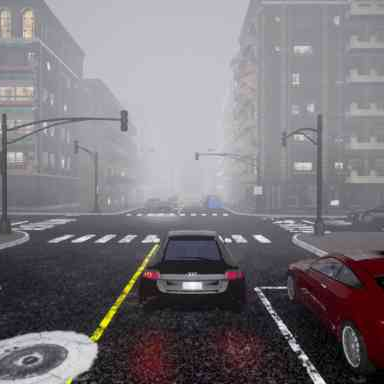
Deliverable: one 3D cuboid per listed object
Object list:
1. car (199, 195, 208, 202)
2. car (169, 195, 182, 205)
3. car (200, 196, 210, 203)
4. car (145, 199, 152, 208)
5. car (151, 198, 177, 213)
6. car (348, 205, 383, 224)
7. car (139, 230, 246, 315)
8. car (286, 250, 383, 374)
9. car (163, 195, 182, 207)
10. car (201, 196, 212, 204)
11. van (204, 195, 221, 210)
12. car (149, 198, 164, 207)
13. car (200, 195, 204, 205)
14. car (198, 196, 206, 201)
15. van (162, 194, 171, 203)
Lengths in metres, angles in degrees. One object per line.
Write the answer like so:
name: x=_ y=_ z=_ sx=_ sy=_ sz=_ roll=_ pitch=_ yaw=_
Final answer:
car: x=2.796 y=1.597 z=81.850 sx=1.967 sy=1.590 sz=4.097 roll=-1 pitch=0 yaw=0
car: x=-3.019 y=1.436 z=60.842 sx=2.097 sy=1.767 sz=4.553 roll=0 pitch=0 yaw=0
car: x=2.741 y=1.662 z=70.808 sx=1.887 sy=1.381 sz=4.507 roll=-1 pitch=0 yaw=0
car: x=-5.801 y=1.634 z=48.782 sx=1.802 sy=1.307 sz=4.206 roll=-1 pitch=0 yaw=0
car: x=-3.068 y=1.632 z=37.412 sx=1.895 sy=1.301 sz=4.718 roll=0 pitch=0 yaw=0
car: x=14.628 y=1.727 z=26.239 sx=4.181 sy=1.385 sz=1.994 roll=1 pitch=0 yaw=0
car: x=0.009 y=1.564 z=7.666 sx=1.994 sy=1.385 sz=4.181 roll=0 pitch=0 yaw=0
car: x=2.797 y=1.582 z=5.326 sx=1.802 sy=1.307 sz=4.206 roll=0 pitch=0 yaw=0
car: x=-3.052 y=1.603 z=50.168 sx=2.033 sy=1.411 sz=5.357 roll=0 pitch=0 yaw=0
car: x=2.735 y=1.539 z=65.287 sx=1.967 sy=1.590 sz=4.097 roll=-1 pitch=0 yaw=0
van: x=2.846 y=1.382 z=43.228 sx=1.690 sy=1.788 sz=3.998 roll=-1 pitch=0 yaw=0
car: x=-5.797 y=1.632 z=54.303 sx=1.947 sy=1.339 sz=4.313 roll=-1 pitch=0 yaw=0
car: x=2.762 y=1.367 z=48.725 sx=2.192 sy=1.841 sz=5.009 roll=-1 pitch=0 yaw=0
car: x=2.830 y=1.769 z=92.895 sx=1.947 sy=1.339 sz=4.313 roll=-1 pitch=0 yaw=0
van: x=-5.782 y=1.478 z=76.397 sx=1.690 sy=1.788 sz=3.998 roll=-1 pitch=0 yaw=0
